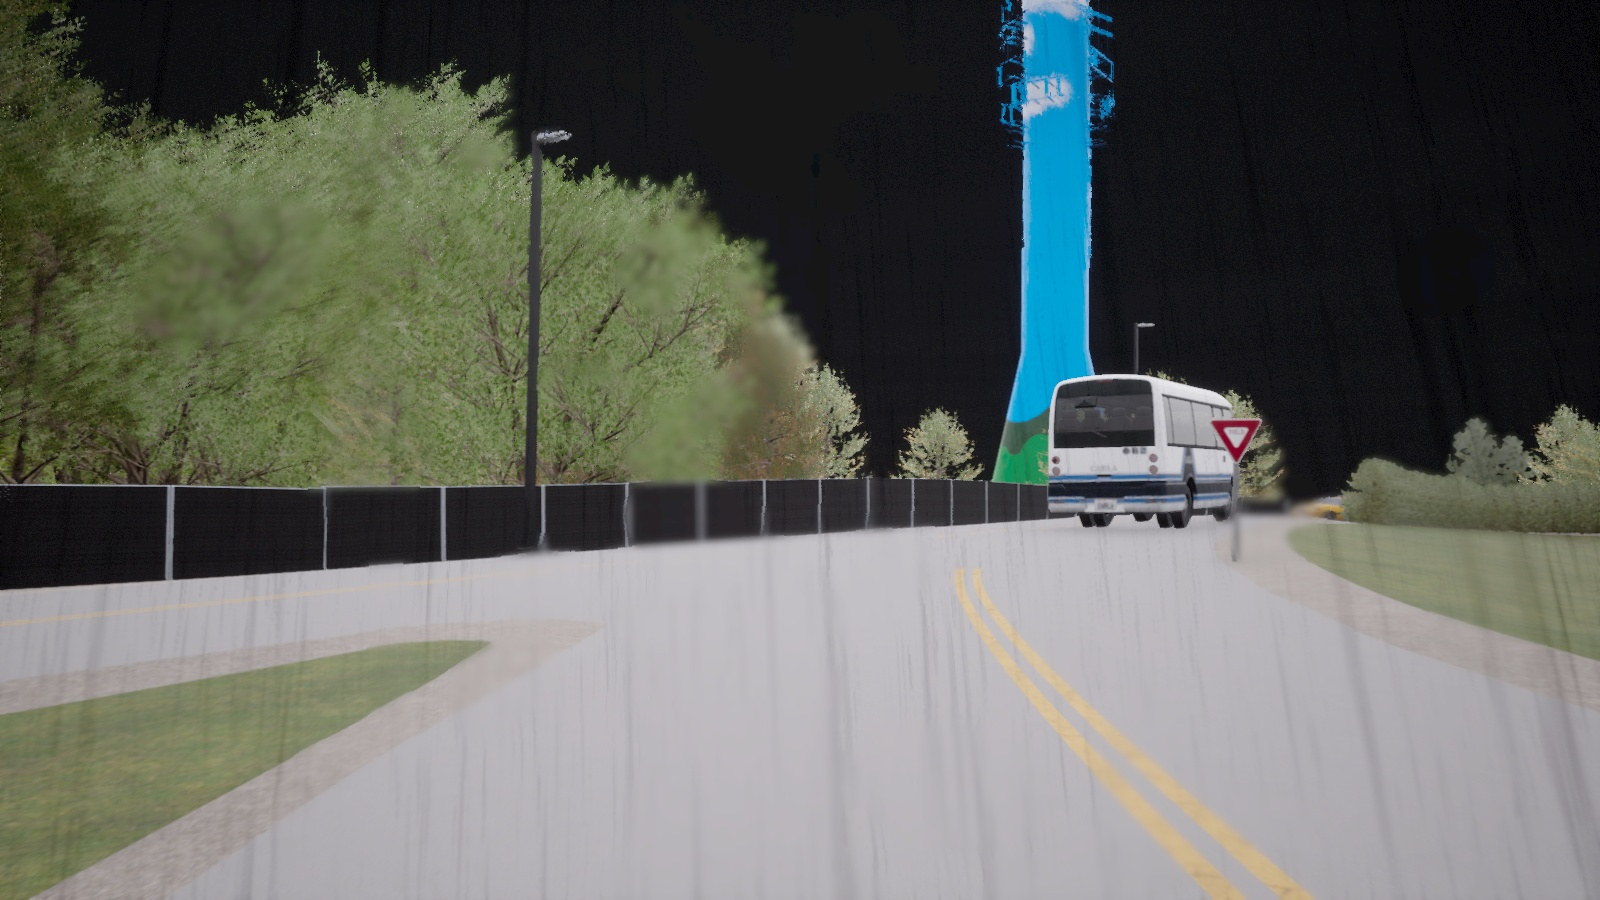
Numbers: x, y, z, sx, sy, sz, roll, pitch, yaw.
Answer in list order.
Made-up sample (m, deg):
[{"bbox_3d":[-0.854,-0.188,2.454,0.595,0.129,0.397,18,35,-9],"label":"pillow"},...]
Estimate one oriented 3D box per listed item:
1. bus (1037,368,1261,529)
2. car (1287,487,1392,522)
[{"bbox_3d":[11.014,0.091,38.582,3.944,4.253,10.273,-2,-2,31],"label":"bus"},{"bbox_3d":[26.810,2.746,62.354,5.366,1.575,1.801,3,-4,-27],"label":"car"}]
